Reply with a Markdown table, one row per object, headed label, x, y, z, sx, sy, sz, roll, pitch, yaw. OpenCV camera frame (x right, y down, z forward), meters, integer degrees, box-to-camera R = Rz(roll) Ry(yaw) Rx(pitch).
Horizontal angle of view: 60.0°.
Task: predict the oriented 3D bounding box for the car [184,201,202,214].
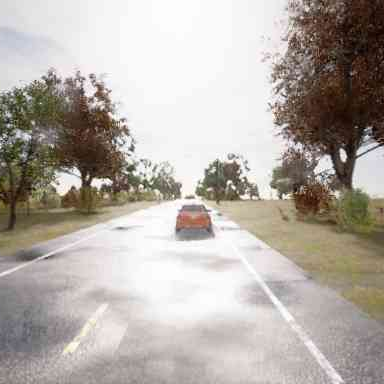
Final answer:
| label | x | y | z | sx | sy | sz | roll | pitch | yaw |
| --- | --- | --- | --- | --- | --- | --- | --- | --- | --- |
| car | 0.095 | 1.798 | 38.790 | 1.895 | 1.301 | 4.718 | 0 | 0 | 0 |

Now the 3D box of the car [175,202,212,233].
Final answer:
| label | x | y | z | sx | sy | sz | roll | pitch | yaw |
| --- | --- | --- | --- | --- | --- | --- | --- | --- | --- |
| car | 0.094 | 1.442 | 20.639 | 2.097 | 1.767 | 4.553 | 0 | 0 | 0 |
